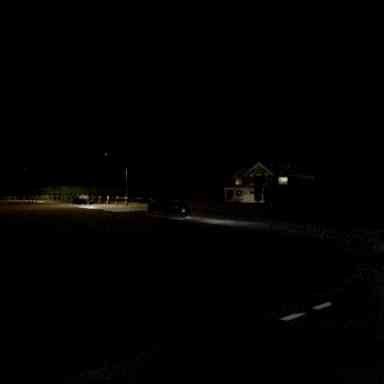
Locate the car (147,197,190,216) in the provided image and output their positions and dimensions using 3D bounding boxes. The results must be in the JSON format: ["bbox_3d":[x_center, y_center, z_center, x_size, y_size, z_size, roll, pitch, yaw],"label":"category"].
[{"bbox_3d":[-2.086,1.223,28.534,2.128,1.511,4.902,1,0,-36],"label":"car"}]

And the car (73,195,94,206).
[{"bbox_3d":[-15.517,1.178,47.272,2.128,1.511,4.902,1,-1,-35],"label":"car"}]
